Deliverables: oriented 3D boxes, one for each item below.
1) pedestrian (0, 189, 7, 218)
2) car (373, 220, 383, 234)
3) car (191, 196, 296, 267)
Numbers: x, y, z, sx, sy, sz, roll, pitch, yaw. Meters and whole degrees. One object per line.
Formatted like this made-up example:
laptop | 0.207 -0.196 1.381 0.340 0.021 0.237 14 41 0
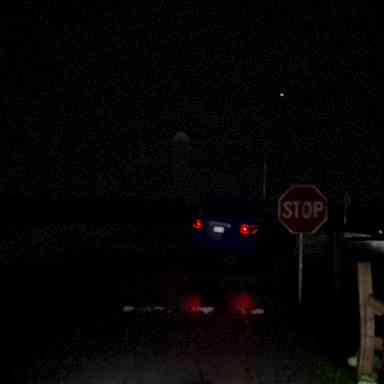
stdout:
pedestrian | -12.038 0.687 20.951 0.375 1.860 0.375 0 1 0
car | 12.784 1.834 17.834 5.357 1.411 2.033 2 3 0
car | 2.026 1.214 11.641 2.150 2.045 5.566 4 0 28
